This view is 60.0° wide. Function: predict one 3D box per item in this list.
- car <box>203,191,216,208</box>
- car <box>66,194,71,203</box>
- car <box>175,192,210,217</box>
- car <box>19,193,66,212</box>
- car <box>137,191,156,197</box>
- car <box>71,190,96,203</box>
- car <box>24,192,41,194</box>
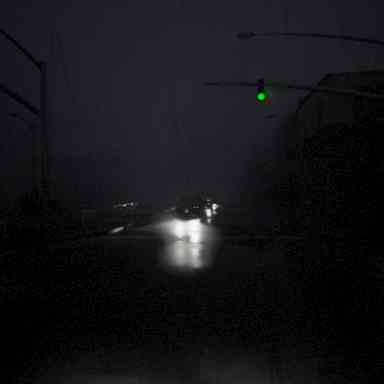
[{"bbox_3d":[1.125,0.751,35.715,2.097,1.767,4.553,-1,1,7],"label":"car"},{"bbox_3d":[-19.420,1.024,51.812,1.970,1.475,3.806,-1,1,7],"label":"car"},{"bbox_3d":[-0.079,1.058,25.940,2.128,1.511,4.902,-1,1,7],"label":"car"},{"bbox_3d":[-14.699,1.180,32.621,2.007,1.523,4.514,-1,1,7],"label":"car"},{"bbox_3d":[-11.590,0.525,84.497,4.611,1.667,2.242,-1,1,7],"label":"car"},{"bbox_3d":[-16.197,0.705,50.803,1.905,1.878,3.866,-1,1,7],"label":"car"},{"bbox_3d":[-20.398,0.904,43.386,1.932,1.855,4.605,-1,1,7],"label":"car"}]
